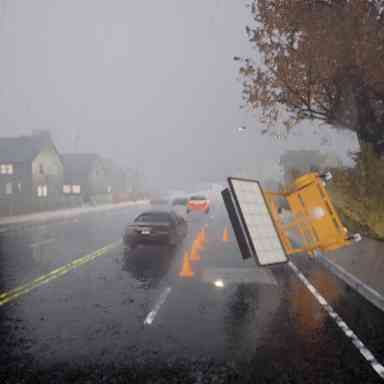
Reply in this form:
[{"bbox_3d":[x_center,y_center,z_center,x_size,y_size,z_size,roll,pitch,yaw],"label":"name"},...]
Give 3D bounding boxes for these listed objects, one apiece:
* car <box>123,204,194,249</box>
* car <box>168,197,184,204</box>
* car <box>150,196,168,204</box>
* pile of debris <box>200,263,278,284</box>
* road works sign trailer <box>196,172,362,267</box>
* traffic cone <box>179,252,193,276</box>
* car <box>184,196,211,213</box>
[{"bbox_3d":[-1.348,1.462,14.205,2.033,1.411,5.357,0,0,6],"label":"car"},{"bbox_3d":[-1.528,1.316,44.245,1.895,1.301,4.718,0,0,6],"label":"car"},{"bbox_3d":[-4.547,1.298,46.522,1.895,1.301,4.718,0,0,6],"label":"car"},{"bbox_3d":[1.208,2.113,8.766,1.860,0.140,1.500,0,0,6],"label":"pile of debris"},{"bbox_3d":[2.330,0.895,9.517,3.560,2.380,2.880,5,-30,-43],"label":"road works sign trailer"},{"bbox_3d":[-0.150,1.902,8.901,0.340,0.580,0.340,0,0,6],"label":"traffic cone"},{"bbox_3d":[0.757,1.145,33.432,2.097,1.767,4.553,0,1,6],"label":"car"}]
